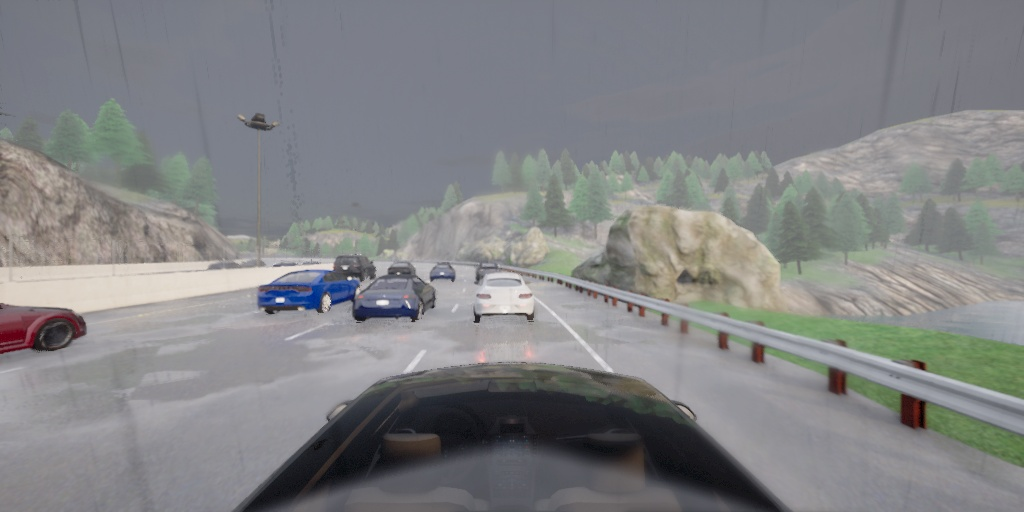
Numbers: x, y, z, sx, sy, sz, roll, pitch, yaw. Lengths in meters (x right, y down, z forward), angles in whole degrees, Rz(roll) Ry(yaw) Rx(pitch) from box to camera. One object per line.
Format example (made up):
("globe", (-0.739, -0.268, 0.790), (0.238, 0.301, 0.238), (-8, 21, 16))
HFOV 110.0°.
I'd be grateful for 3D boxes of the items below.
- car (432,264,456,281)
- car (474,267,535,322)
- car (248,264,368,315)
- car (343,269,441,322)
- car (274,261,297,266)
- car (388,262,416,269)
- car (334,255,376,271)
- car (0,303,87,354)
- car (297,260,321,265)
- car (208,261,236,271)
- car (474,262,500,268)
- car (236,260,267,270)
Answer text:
("car", (-5.623, 1.301, 29.360), (1.994, 1.385, 4.181), (0, 0, -8))
("car", (-0.321, 1.267, 12.184), (1.812, 1.442, 4.674), (0, 0, -3))
("car", (-7.419, 1.232, 13.710), (1.882, 1.535, 5.008), (0, 0, -3))
("car", (-3.843, 1.312, 12.334), (1.994, 1.385, 4.181), (0, 0, -3))
("car", (-32.062, 1.373, 50.875), (1.895, 1.301, 4.718), (0, 0, -16))
("car", (-9.360, 1.221, 30.713), (1.882, 1.535, 5.008), (0, 0, -9))
("car", (-12.591, 0.973, 28.847), (2.150, 2.045, 5.566), (0, 0, -8))
("car", (-10.575, 1.332, 6.304), (1.994, 1.385, 4.181), (0, 0, -2))
("car", (-28.485, 1.328, 51.013), (1.994, 1.385, 4.181), (0, 0, -16))
("car", (-38.542, 1.335, 48.263), (2.033, 1.411, 5.357), (0, 0, -16))
("car", (-1.945, 1.222, 28.408), (2.128, 1.511, 4.902), (0, 0, -8))
("car", (-35.192, 1.285, 49.049), (1.837, 1.490, 4.892), (0, 0, -16))
